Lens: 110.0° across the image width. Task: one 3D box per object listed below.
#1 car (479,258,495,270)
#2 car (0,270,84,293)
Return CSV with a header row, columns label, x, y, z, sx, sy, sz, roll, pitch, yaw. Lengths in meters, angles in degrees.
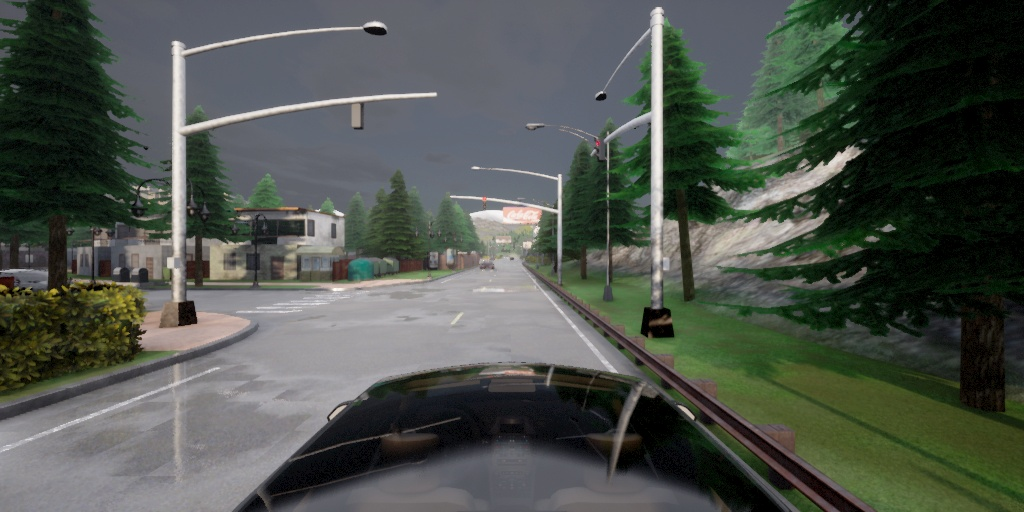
label,x,y,z,sx,sy,sz,roll,pitch,yaw
car,-3.485,1.356,50.995,1.994,1.385,4.181,0,1,0
car,-22.497,1.410,16.619,4.892,1.490,1.837,0,0,7
